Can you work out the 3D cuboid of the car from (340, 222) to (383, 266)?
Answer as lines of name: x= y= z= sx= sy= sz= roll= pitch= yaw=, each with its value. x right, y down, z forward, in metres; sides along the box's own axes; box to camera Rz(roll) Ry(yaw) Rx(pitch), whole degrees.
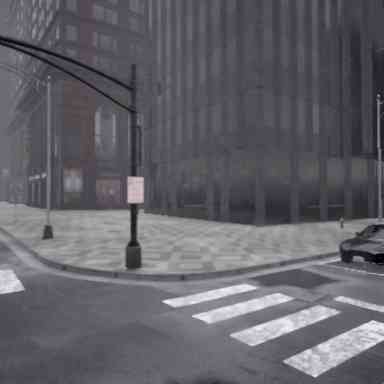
car: x=6.972 y=1.736 z=11.620 sx=4.313 sy=1.339 sz=1.947 roll=1 pitch=-1 yaw=-35
